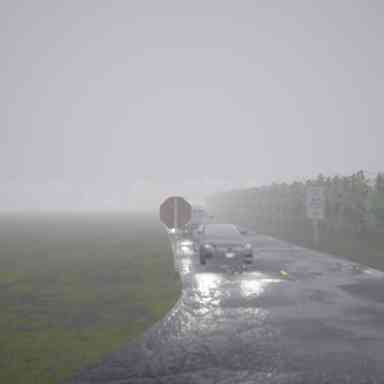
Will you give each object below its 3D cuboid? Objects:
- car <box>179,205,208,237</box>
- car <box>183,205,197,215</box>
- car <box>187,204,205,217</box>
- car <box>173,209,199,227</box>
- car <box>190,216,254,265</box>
[{"bbox_3d":[0.253,1.955,22.056,2.097,1.767,4.553,0,-2,-6],"label":"car"},{"bbox_3d":[-0.396,3.140,58.463,2.128,1.511,4.902,0,-2,-6],"label":"car"},{"bbox_3d":[0.584,2.718,48.594,2.097,1.767,4.553,0,-2,-6],"label":"car"},{"bbox_3d":[-0.686,2.420,31.587,2.033,1.411,5.357,0,-2,-5],"label":"car"},{"bbox_3d":[1.088,1.882,13.260,1.812,1.442,4.674,0,-2,-4],"label":"car"}]
